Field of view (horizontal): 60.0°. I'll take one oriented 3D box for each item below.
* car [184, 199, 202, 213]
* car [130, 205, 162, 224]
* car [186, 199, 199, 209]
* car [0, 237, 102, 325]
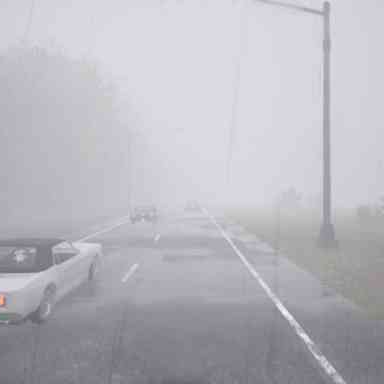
[{"bbox_3d":[0.121,1.679,38.730,1.994,1.385,4.181,0,0,0],"label":"car"},{"bbox_3d":[-3.385,1.675,25.225,1.895,1.301,4.718,0,0,0],"label":"car"},{"bbox_3d":[0.034,1.750,49.727,1.895,1.301,4.718,0,0,0],"label":"car"},{"bbox_3d":[-3.397,1.622,7.119,1.895,1.301,4.718,0,0,0],"label":"car"}]
